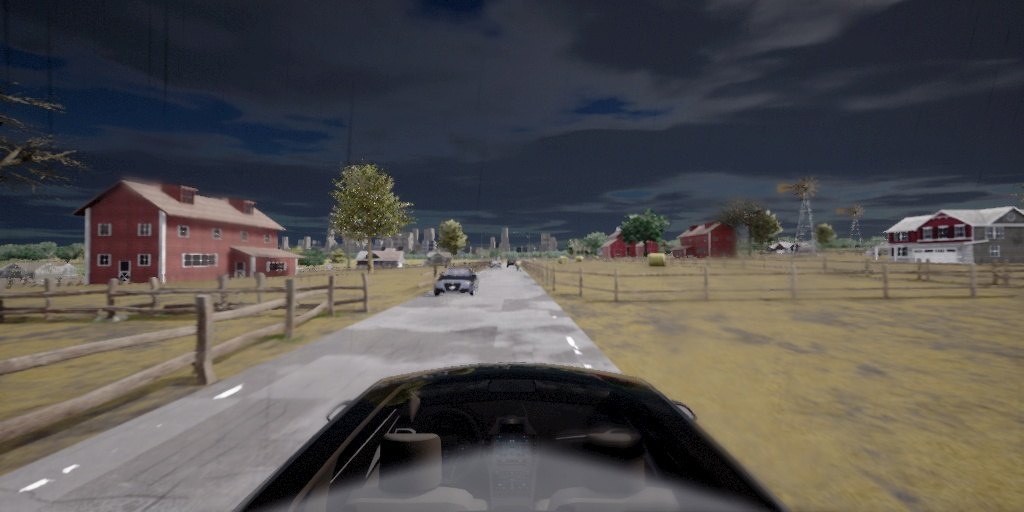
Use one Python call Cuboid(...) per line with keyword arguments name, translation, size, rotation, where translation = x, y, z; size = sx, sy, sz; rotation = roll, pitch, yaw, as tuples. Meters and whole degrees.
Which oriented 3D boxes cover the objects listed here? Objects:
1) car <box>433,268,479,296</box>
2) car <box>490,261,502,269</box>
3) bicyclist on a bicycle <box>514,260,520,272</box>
Cuboid(name="car", translation=(-2.846, 1.319, 19.109), size=(1.994, 1.385, 4.181), rotation=(0, 0, 0))
Cuboid(name="car", translation=(-2.772, 1.506, 61.229), size=(1.812, 1.442, 4.674), rotation=(0, 0, 1))
Cuboid(name="bicyclist on a bicycle", translation=(0.773, 1.295, 45.167), size=(0.866, 1.612, 1.509), rotation=(0, -1, 0))
